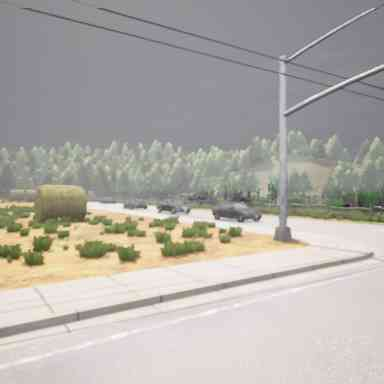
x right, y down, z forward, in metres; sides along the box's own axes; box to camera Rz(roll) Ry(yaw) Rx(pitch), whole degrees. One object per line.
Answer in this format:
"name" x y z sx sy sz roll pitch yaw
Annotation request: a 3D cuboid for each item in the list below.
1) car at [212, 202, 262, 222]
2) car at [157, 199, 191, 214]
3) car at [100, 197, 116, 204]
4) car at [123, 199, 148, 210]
"car" 3.413 1.530 26.081 1.812 1.442 4.674 0 0 -33
"car" -1.942 1.495 34.401 2.128 1.511 4.902 0 0 -33
"car" -15.947 1.574 63.108 1.994 1.385 4.181 0 0 -33
"car" -7.307 1.567 42.799 1.994 1.385 4.181 0 0 -32
